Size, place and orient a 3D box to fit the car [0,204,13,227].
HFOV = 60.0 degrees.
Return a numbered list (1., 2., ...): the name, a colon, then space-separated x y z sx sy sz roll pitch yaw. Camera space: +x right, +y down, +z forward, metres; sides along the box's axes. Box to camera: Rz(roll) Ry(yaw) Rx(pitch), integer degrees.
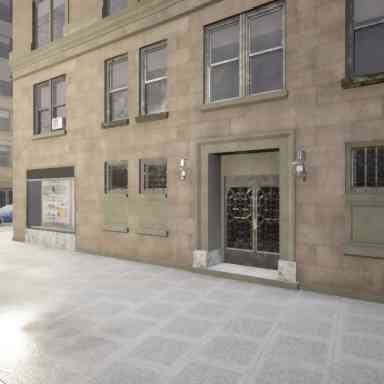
1. car: -11.889 1.512 23.033 2.033 1.411 5.357 0 0 39
